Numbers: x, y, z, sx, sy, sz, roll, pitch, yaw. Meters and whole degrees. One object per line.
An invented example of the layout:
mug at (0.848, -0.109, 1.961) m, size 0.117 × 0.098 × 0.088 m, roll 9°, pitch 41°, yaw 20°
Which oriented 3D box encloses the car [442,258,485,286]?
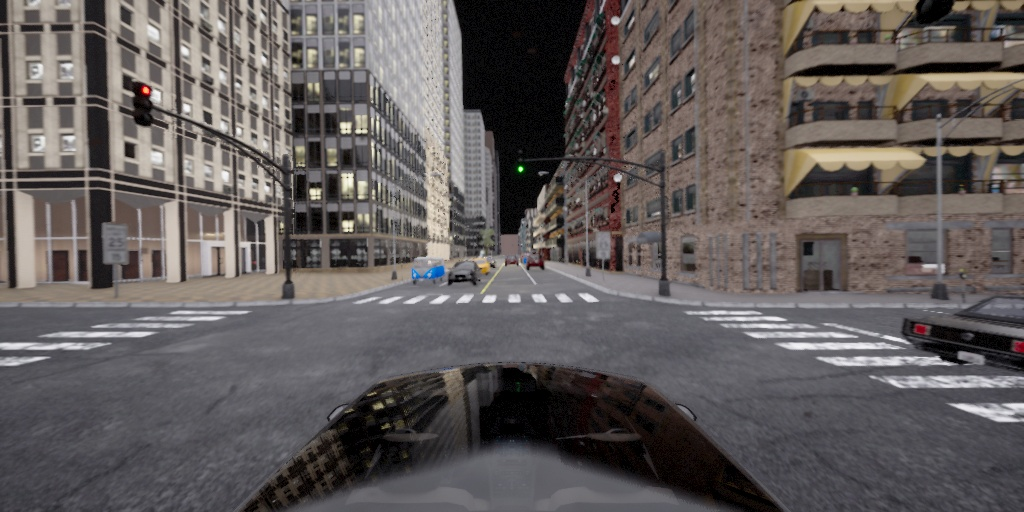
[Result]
car at (-3.107, 1.088, 24.027) m, size 1.837 × 1.490 × 4.892 m, roll -1°, pitch 0°, yaw 0°

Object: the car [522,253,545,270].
car at (2.675, 0.648, 41.338) m, size 2.192 × 1.841 × 5.009 m, roll 0°, pitch 0°, yaw 0°

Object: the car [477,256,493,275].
car at (-3.106, 0.976, 34.005) m, size 1.882 × 1.535 × 5.008 m, roll -1°, pitch 0°, yaw 0°

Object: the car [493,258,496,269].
car at (-3.083, 0.931, 47.688) m, size 2.033 × 1.411 × 5.357 m, roll -1°, pitch 0°, yaw 1°

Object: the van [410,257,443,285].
van at (-5.699, 0.965, 24.683) m, size 1.690 × 1.789 × 3.998 m, roll 0°, pitch 0°, yaw 0°

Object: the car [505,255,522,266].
car at (-0.033, 0.628, 54.107) m, size 2.097 × 1.767 × 4.553 m, roll -1°, pitch 0°, yaw 0°

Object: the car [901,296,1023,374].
car at (9.488, 1.329, 5.818) m, size 4.718 × 1.301 × 1.895 m, roll 0°, pitch 1°, yaw -4°
